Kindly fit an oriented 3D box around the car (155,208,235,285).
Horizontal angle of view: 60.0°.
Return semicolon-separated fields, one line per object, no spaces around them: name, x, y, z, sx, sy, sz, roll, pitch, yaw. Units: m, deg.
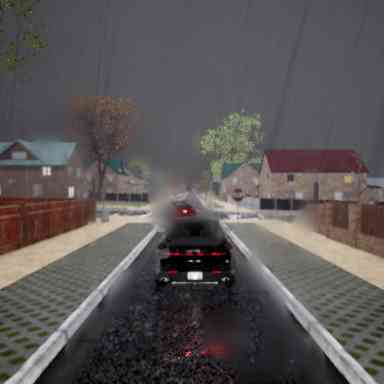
car;0.068;1.434;9.222;1.837;1.490;4.892;0;1;0

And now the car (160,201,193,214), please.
car;-1.189;1.390;26.430;1.994;1.385;4.181;1;0;-19
